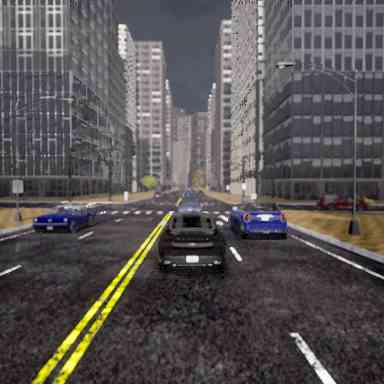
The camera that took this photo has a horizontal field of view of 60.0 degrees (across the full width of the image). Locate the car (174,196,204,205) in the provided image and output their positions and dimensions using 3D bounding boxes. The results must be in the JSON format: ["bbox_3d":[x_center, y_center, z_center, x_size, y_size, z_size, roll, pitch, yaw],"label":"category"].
[{"bbox_3d":[-0.169,1.265,24.377,2.033,1.411,5.357,0,1,-1],"label":"car"}]

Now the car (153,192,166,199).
[{"bbox_3d":[-7.305,0.673,71.984,1.812,1.442,4.674,0,1,-1],"label":"car"}]

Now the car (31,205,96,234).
[{"bbox_3d":[-6.773,1.395,18.039,1.895,1.301,4.718,0,1,0],"label":"car"}]

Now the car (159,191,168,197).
[{"bbox_3d":[-7.478,0.544,87.533,1.895,1.301,4.718,0,1,-1],"label":"car"}]

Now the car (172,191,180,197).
[{"bbox_3d":[-4.229,0.447,87.597,1.837,1.490,4.892,0,1,-1],"label":"car"}]

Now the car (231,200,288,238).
[{"bbox_3d":[3.168,1.160,16.591,2.097,1.767,4.553,0,1,-1],"label":"car"}]

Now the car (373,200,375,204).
[{"bbox_3d":[21.326,1.150,43.660,4.829,1.417,1.752,0,1,0],"label":"car"}]

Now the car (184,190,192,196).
[{"bbox_3d":[-0.959,0.443,85.912,1.882,1.535,5.008,0,1,-1],"label":"car"}]

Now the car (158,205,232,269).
[{"bbox_3d":[-0.017,1.382,10.677,1.837,1.490,4.892,0,1,-1],"label":"car"}]

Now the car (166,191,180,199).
[{"bbox_3d":[-4.055,0.647,72.019,1.837,1.490,4.892,0,1,-1],"label":"car"}]

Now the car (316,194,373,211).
[{"bbox_3d":[15.810,1.121,35.311,5.009,1.841,2.192,0,1,0],"label":"car"}]

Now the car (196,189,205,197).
[{"bbox_3d":[2.291,0.442,85.945,1.882,1.535,5.008,0,1,-1],"label":"car"}]
